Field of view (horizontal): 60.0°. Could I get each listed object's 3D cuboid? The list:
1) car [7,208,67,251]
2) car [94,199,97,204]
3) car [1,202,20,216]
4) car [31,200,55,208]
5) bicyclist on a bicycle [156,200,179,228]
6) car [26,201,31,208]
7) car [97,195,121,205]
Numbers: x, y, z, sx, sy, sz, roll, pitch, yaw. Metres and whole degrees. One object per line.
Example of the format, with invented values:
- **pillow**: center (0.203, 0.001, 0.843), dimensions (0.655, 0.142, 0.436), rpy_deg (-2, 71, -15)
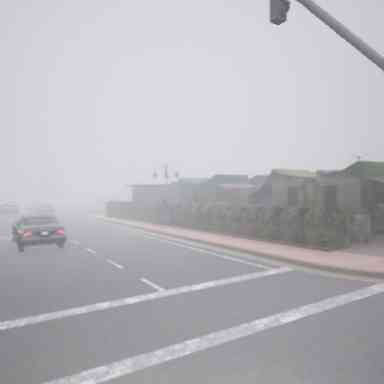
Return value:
- **car**: center (-7.058, 1.695, 15.182), dimensions (2.033, 1.411, 5.357), rpy_deg (-1, 0, -31)
- **car**: center (-17.012, 1.525, 66.175), dimensions (4.605, 1.855, 1.932), rpy_deg (-1, 0, -32)
- **car**: center (-21.501, 1.938, 39.265), dimensions (2.128, 1.511, 4.902), rpy_deg (-1, 0, -31)
- **car**: center (-17.435, 1.929, 39.291), dimensions (1.994, 1.385, 4.181), rpy_deg (-1, 0, -31)
- **bicyclist on a bicycle**: center (-1.449, 1.301, 19.810), dimensions (1.656, 1.620, 0.582), rpy_deg (-7, 3, -31)
- **car**: center (-22.568, 1.949, 47.796), dimensions (1.882, 1.535, 5.008), rpy_deg (-1, 0, -31)
- **car**: center (-15.510, 1.497, 63.700), dimensions (3.866, 1.878, 1.905), rpy_deg (-1, 0, -32)
